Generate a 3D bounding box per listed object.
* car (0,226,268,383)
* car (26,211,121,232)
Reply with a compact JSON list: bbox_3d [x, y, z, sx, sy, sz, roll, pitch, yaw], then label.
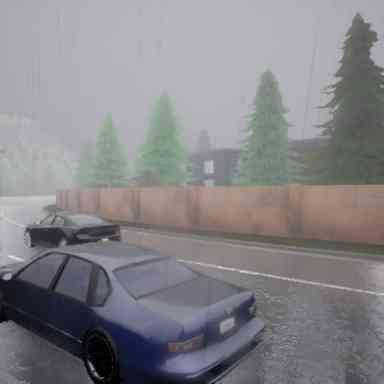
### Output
[{"bbox_3d":[-1.543,1.552,5.348,5.357,1.411,2.033,0,0,39],"label":"car"},{"bbox_3d":[-4.731,1.487,12.853,5.008,1.535,1.882,0,0,43],"label":"car"}]
